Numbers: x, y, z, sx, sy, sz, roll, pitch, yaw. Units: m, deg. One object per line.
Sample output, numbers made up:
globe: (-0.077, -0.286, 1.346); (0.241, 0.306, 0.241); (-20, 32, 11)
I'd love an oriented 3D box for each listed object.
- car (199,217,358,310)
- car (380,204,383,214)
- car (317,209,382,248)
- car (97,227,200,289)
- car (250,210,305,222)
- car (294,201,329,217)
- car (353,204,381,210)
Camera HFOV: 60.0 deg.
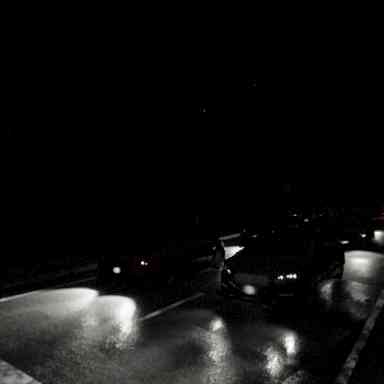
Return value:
car: (2.485, 1.602, 8.305); (2.128, 1.511, 4.902); (-2, -1, 35)
car: (24.561, 2.283, 43.181); (1.837, 1.490, 4.892); (-1, -2, 18)
car: (7.905, 1.766, 16.348); (2.033, 1.411, 5.357); (-2, -2, 32)
car: (-0.707, 1.756, 9.844); (1.994, 1.385, 4.181); (-2, -1, 35)
car: (4.015, 1.844, 16.796); (1.994, 1.385, 4.181); (-2, -2, 33)
car: (9.296, 1.692, 25.766); (2.150, 2.045, 5.566); (-2, -2, 28)
car: (13.073, 1.892, 25.450); (1.882, 1.535, 5.008); (-2, -2, 27)
